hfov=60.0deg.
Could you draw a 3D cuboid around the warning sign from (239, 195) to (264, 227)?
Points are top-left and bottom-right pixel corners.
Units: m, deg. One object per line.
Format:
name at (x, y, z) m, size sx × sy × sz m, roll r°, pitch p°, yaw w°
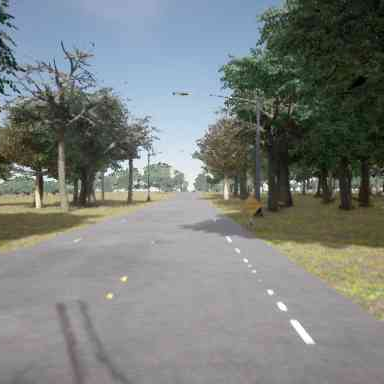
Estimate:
warning sign at (3.548, 1.100, 19.997) m, size 1.300 × 1.860 × 1.060 m, roll 0°, pitch 0°, yaw 0°
